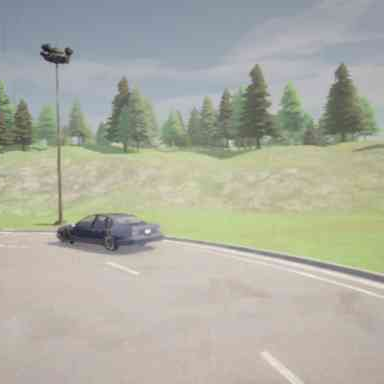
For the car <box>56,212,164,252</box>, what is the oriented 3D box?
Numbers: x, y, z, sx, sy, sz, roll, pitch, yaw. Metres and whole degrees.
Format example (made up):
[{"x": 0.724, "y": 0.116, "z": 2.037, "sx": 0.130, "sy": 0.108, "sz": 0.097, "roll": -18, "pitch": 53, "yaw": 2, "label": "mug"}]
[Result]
[{"x": -3.651, "y": 1.591, "z": 14.204, "sx": 5.357, "sy": 1.411, "sz": 2.033, "roll": -1, "pitch": 0, "yaw": 38, "label": "car"}]
